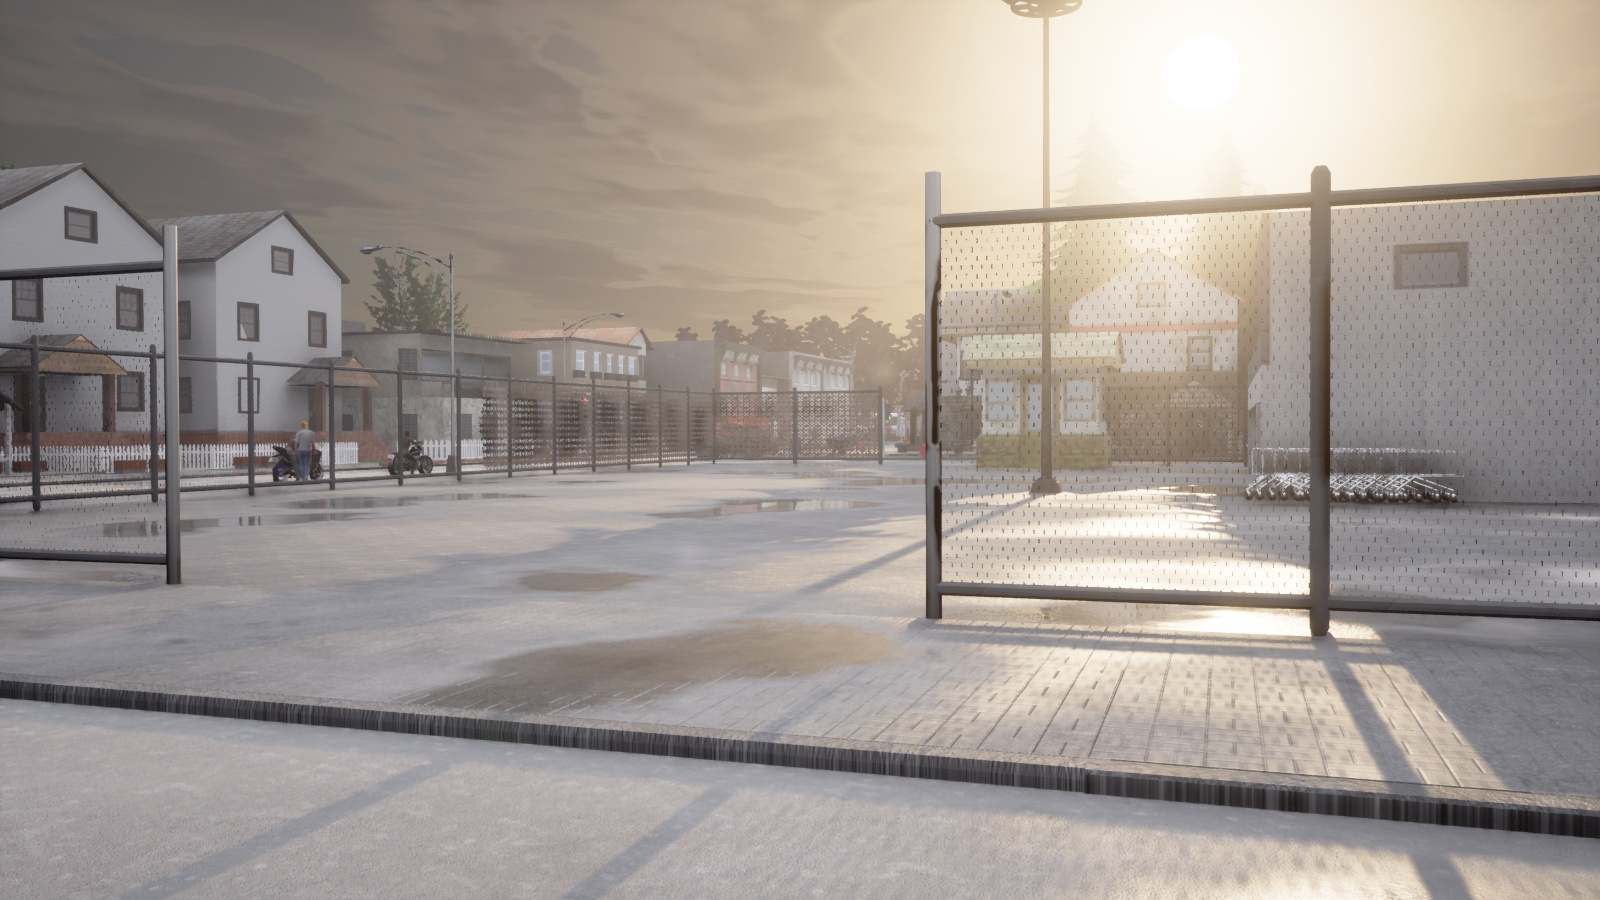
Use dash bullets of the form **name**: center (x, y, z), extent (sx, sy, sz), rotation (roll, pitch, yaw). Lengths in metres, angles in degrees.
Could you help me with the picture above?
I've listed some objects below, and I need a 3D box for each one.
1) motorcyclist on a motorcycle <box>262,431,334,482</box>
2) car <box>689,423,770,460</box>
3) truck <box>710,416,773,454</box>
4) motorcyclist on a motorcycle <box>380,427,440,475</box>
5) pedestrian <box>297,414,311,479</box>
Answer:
- **motorcyclist on a motorcycle**: center (-15.574, 0.178, 39.026), extent (0.866, 1.530, 2.191), rotation (1, 1, 19)
- **car**: center (-3.629, -0.438, 65.404), extent (3.866, 1.878, 1.905), rotation (0, 1, 10)
- **truck**: center (-3.927, -1.049, 85.792), extent (2.627, 2.467, 5.204), rotation (1, 1, 18)
- **motorcyclist on a motorcycle**: center (-13.768, 0.014, 44.441), extent (0.766, 1.649, 2.350), rotation (1, 1, 20)
- **pedestrian**: center (-14.145, -0.097, 35.802), extent (0.354, 1.836, 0.706), rotation (0, 1, -23)
